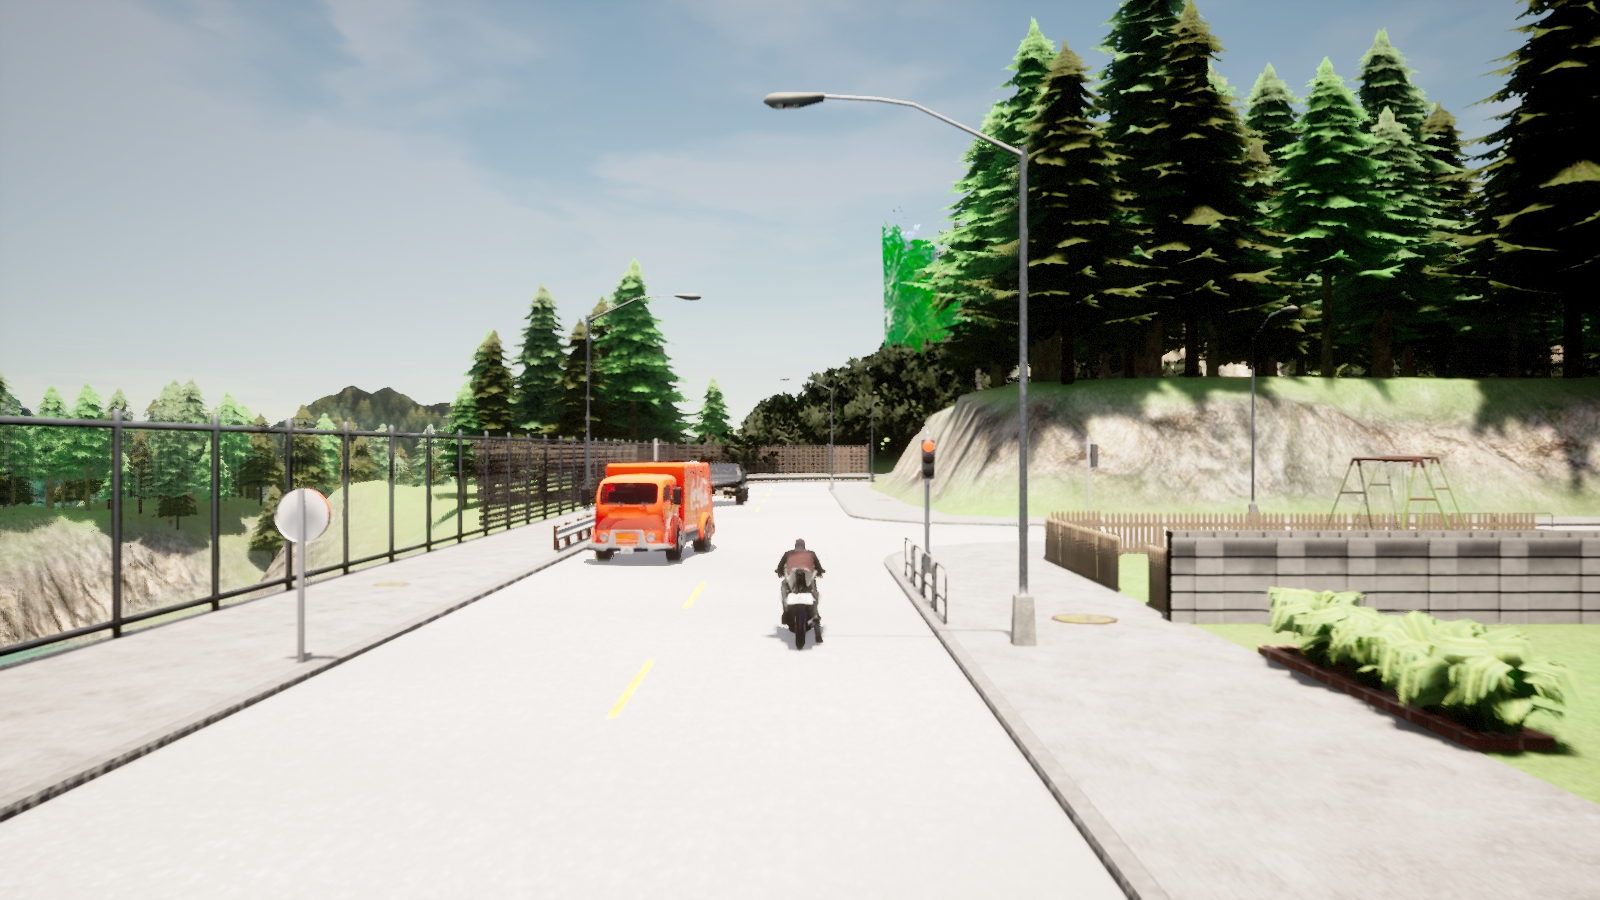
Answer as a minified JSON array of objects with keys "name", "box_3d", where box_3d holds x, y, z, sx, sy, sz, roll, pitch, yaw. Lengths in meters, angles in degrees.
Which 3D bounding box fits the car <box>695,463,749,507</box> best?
[{"name":"car","box_3d":[-3.988,1.754,59.756,2.390,2.098,6.274,0,0,0]}]

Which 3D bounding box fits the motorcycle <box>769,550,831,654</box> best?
[{"name":"motorcycle","box_3d":[0.001,2.205,16.997,0.867,1.251,2.209,0,0,0]}]

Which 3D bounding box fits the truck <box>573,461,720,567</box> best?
[{"name":"truck","box_3d":[-3.869,1.567,29.983,2.627,2.467,5.204,0,0,6]}]
